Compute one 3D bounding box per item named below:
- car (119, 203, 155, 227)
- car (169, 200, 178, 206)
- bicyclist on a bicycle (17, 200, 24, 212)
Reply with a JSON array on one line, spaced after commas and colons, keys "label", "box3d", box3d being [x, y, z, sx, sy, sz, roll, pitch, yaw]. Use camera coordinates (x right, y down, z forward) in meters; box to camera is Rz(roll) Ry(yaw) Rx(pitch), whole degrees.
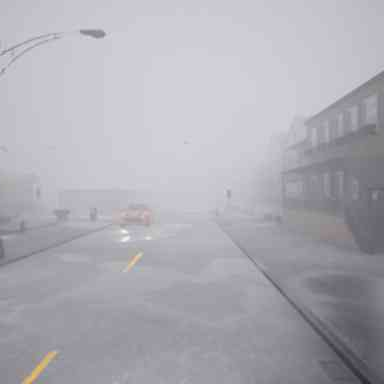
[{"label": "car", "box3d": [-4.019, 1.628, 24.868, 2.097, 1.767, 4.553, 0, -1, 0]}, {"label": "car", "box3d": [-4.008, 2.542, 72.517, 1.812, 1.442, 4.674, 0, -1, 0]}, {"label": "bicyclist on a bicycle", "box3d": [-21.747, 1.818, 42.197, 0.582, 1.620, 1.656, 0, 0, 0]}]
